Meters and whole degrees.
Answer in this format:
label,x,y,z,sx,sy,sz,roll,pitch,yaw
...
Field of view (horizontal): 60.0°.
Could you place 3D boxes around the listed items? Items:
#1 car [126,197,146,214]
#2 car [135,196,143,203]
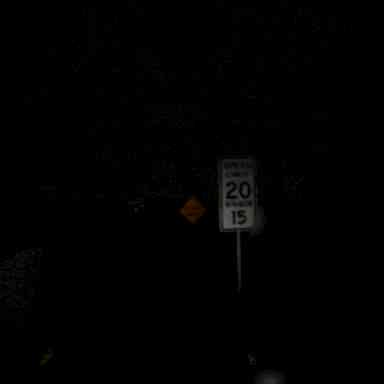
label,x,y,z,sx,sy,sz,roll,pitch,yaw
car,-6.143,1.638,36.579,1.812,1.442,4.674,-1,0,-9
car,-13.459,1.840,83.789,1.801,1.575,5.366,-1,0,-10
